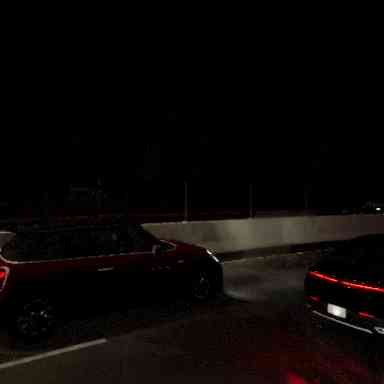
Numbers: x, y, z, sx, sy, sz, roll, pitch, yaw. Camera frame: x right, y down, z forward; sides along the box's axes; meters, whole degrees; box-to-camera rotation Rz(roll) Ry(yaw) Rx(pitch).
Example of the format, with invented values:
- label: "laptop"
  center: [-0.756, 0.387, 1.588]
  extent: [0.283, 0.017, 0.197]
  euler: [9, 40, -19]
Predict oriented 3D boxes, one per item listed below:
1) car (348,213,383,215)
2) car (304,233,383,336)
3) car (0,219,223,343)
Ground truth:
- label: "car"
  center: [16.176, 1.639, 31.051]
  extent: [4.902, 1.511, 2.128]
  euler: [0, 0, -18]
- label: "car"
  center: [4.231, 1.538, 6.227]
  extent: [4.892, 1.490, 1.837]
  euler: [0, 0, -31]
- label: "car"
  center: [-1.560, 1.363, 6.690]
  extent: [4.553, 1.767, 2.097]
  euler: [0, 0, -35]
